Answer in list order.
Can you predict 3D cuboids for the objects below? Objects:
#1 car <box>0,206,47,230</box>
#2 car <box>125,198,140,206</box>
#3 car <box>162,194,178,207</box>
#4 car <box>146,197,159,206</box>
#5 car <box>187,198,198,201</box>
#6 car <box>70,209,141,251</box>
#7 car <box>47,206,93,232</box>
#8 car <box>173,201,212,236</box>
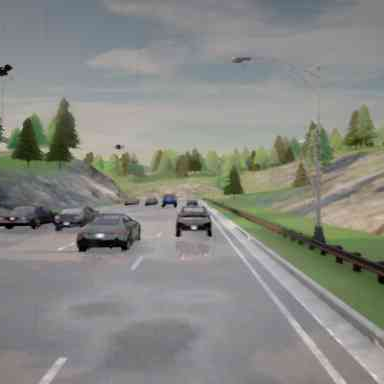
[{"bbox_3d":[-10.415,1.603,21.798,2.033,1.411,5.357,0,0,0],"label":"car"},{"bbox_3d":[-10.428,1.666,58.408,1.994,1.385,4.181,0,0,0],"label":"car"},{"bbox_3d":[-3.422,1.294,51.988,2.150,2.045,5.566,0,0,0],"label":"car"},{"bbox_3d":[-6.927,1.583,57.965,2.128,1.511,4.902,0,0,0],"label":"car"},{"bbox_3d":[0.075,1.672,55.947,1.895,1.301,4.718,0,0,0],"label":"car"},{"bbox_3d":[-3.398,1.591,14.291,1.994,1.385,4.181,0,0,0],"label":"car"},{"bbox_3d":[-6.905,1.571,20.572,1.812,1.442,4.674,0,0,0],"label":"car"},{"bbox_3d":[0.096,1.515,18.639,2.128,1.511,4.902,0,0,0],"label":"car"}]
